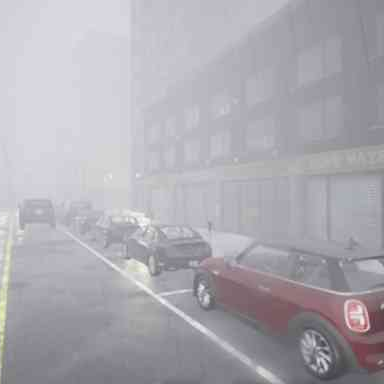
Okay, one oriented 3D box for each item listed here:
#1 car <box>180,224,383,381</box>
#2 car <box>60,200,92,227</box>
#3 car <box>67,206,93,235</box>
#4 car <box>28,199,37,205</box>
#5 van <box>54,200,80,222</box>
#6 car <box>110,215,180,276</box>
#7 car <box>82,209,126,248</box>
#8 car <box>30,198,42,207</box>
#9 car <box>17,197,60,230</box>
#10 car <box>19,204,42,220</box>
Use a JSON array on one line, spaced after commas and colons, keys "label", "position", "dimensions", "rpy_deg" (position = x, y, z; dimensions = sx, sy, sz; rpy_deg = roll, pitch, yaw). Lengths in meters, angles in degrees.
[{"label": "car", "position": [1.619, 1.499, 5.783], "dimensions": [1.967, 1.590, 4.097], "rpy_deg": [0, -1, -28]}, {"label": "car", "position": [-8.757, 1.568, 25.290], "dimensions": [2.192, 1.841, 5.009], "rpy_deg": [0, -1, -28]}, {"label": "car", "position": [-6.163, 1.771, 20.411], "dimensions": [1.947, 1.339, 4.313], "rpy_deg": [0, -1, -28]}, {"label": "car", "position": [-37.747, 2.404, 78.641], "dimensions": [1.802, 1.307, 4.206], "rpy_deg": [0, -1, -29]}, {"label": "van", "position": [-11.352, 1.643, 30.166], "dimensions": [1.690, 1.788, 3.998], "rpy_deg": [0, -1, -28]}, {"label": "car", "position": [-0.975, 1.658, 10.659], "dimensions": [2.008, 1.369, 4.403], "rpy_deg": [0, -1, -28]}, {"label": "car", "position": [-3.569, 1.707, 15.535], "dimensions": [2.008, 1.369, 4.403], "rpy_deg": [0, -1, -28]}, {"label": "car", "position": [-32.217, 2.152, 68.777], "dimensions": [1.967, 1.590, 4.097], "rpy_deg": [0, -1, -29]}, {"label": "car", "position": [-10.981, 1.457, 23.533], "dimensions": [2.150, 2.045, 5.566], "rpy_deg": [0, -1, -28]}, {"label": "car", "position": [-16.056, 1.931, 33.014], "dimensions": [1.895, 1.301, 4.718], "rpy_deg": [0, -1, -27]}]
